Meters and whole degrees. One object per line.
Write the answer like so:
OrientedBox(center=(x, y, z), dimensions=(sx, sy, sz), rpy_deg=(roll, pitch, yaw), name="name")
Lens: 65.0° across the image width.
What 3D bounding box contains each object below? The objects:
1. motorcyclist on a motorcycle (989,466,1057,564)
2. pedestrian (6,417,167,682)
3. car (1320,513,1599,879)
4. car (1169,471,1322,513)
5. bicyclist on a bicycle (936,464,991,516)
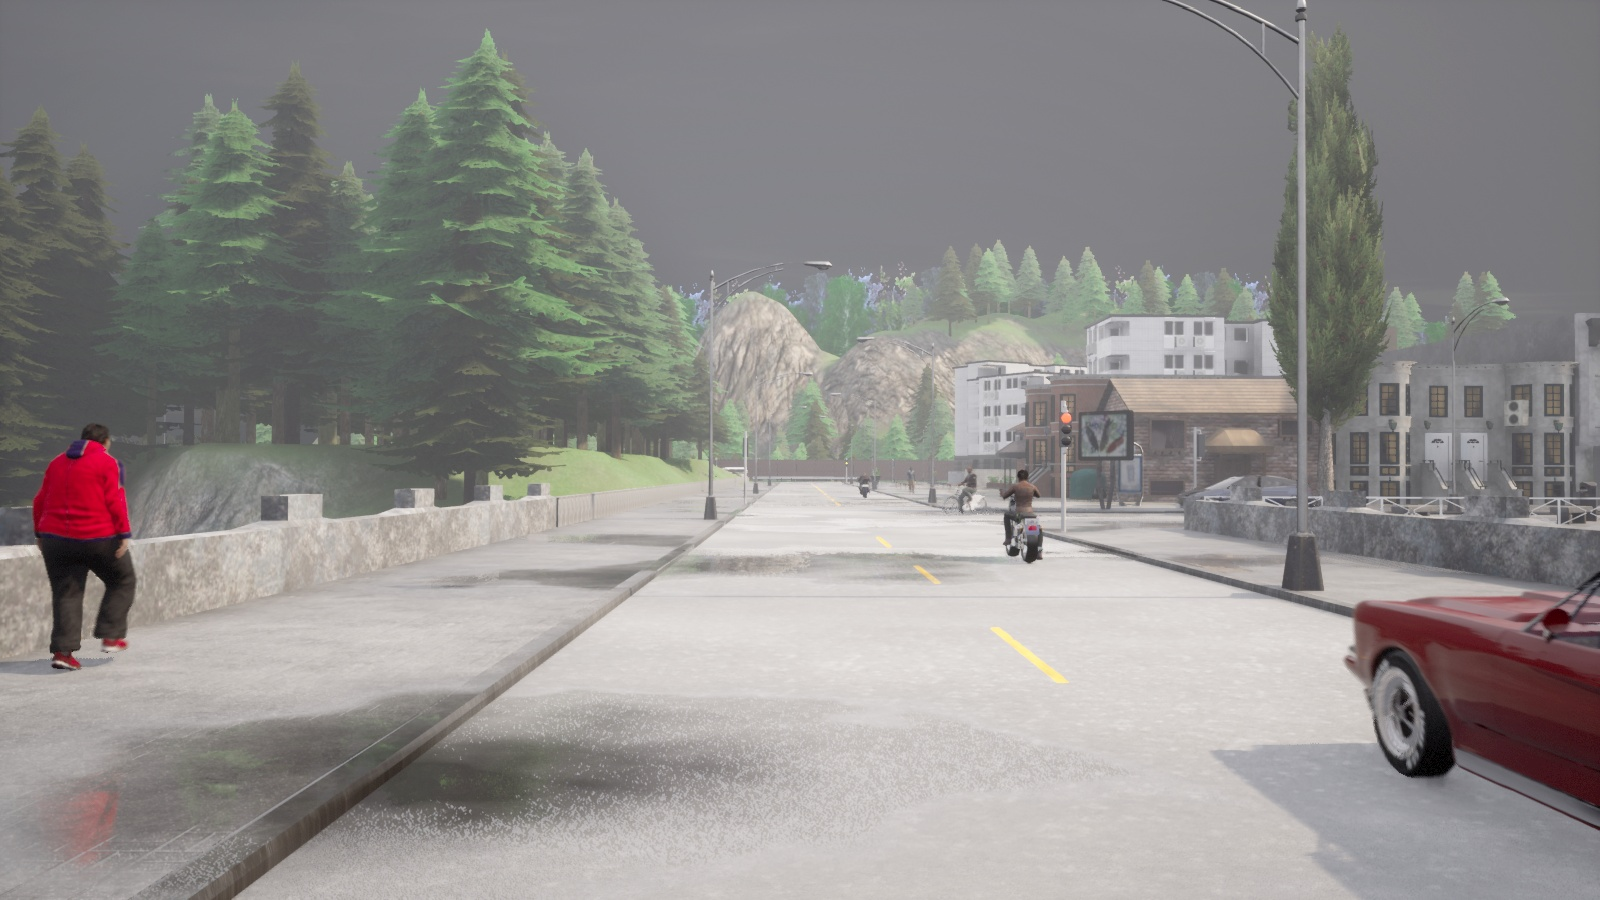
OrientedBox(center=(3.944, 1.124, 22.380), dimensions=(0.766, 1.649, 2.350), rpy_deg=(0, -1, 0), name="motorcyclist on a motorcycle")
OrientedBox(center=(-5.209, 0.700, 9.223), dimensions=(0.634, 1.844, 0.899), rpy_deg=(0, -1, 3), name="pedestrian")
OrientedBox(center=(3.988, 0.982, 4.950), dimensions=(1.895, 1.301, 4.718), rpy_deg=(0, -1, 0), name="car")
OrientedBox(center=(16.150, 1.516, 45.745), dimensions=(4.792, 1.488, 2.163), rpy_deg=(0, -1, 0), name="car")
OrientedBox(center=(5.761, 1.400, 44.137), dimensions=(1.843, 1.776, 0.659), rpy_deg=(1, 0, -27), name="bicyclist on a bicycle")
